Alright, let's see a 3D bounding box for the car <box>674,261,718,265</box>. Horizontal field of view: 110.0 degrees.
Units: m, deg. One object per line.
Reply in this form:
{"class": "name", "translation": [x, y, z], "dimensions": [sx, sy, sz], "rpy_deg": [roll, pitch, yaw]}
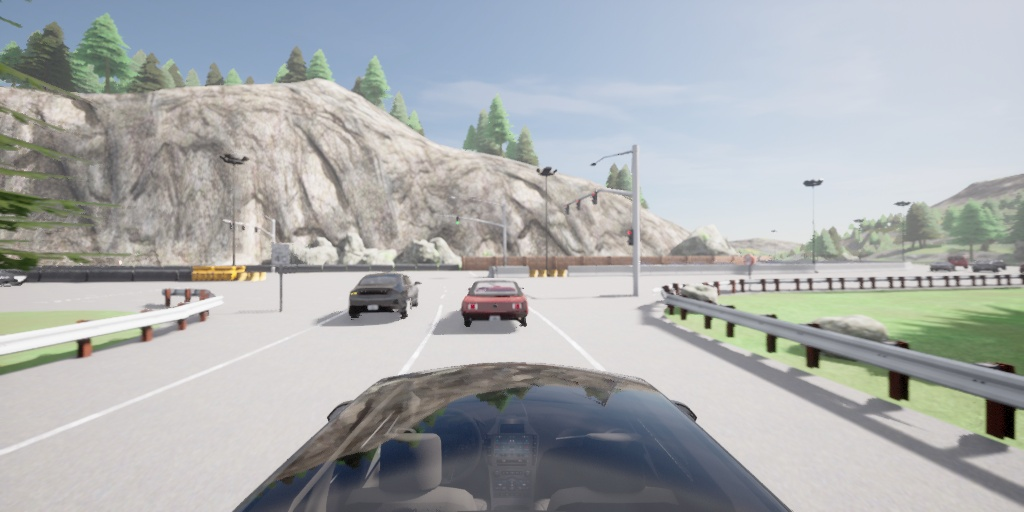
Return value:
{"class": "car", "translation": [25.129, 1.554, 49.057], "dimensions": [4.674, 1.442, 1.812], "rpy_deg": [0, 0, -10]}

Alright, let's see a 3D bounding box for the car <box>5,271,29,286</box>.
{"class": "car", "translation": [-39.037, 1.531, 26.321], "dimensions": [4.902, 1.511, 2.128], "rpy_deg": [0, -1, -10]}

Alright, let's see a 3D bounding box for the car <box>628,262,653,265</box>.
{"class": "car", "translation": [20.533, 1.669, 58.862], "dimensions": [5.357, 1.411, 2.033], "rpy_deg": [0, 0, -10]}

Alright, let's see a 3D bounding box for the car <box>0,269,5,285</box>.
{"class": "car", "translation": [-36.742, 1.578, 23.177], "dimensions": [4.181, 1.385, 1.994], "rpy_deg": [0, -1, -10]}

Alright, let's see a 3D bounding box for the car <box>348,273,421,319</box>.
{"class": "car", "translation": [-4.612, 1.366, 13.400], "dimensions": [1.837, 1.490, 4.892], "rpy_deg": [0, -1, -8]}

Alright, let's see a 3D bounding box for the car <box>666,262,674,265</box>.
{"class": "car", "translation": [23.663, 1.586, 52.355], "dimensions": [4.674, 1.442, 1.812], "rpy_deg": [-1, 0, -11]}

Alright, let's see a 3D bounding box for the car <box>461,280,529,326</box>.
{"class": "car", "translation": [-0.515, 1.434, 12.046], "dimensions": [1.895, 1.301, 4.718], "rpy_deg": [0, 0, -1]}
